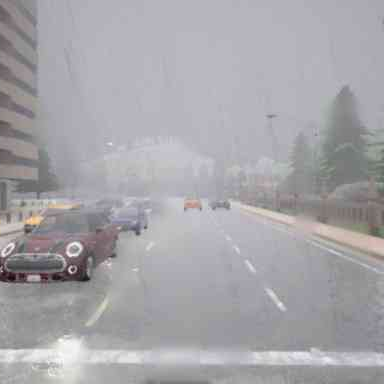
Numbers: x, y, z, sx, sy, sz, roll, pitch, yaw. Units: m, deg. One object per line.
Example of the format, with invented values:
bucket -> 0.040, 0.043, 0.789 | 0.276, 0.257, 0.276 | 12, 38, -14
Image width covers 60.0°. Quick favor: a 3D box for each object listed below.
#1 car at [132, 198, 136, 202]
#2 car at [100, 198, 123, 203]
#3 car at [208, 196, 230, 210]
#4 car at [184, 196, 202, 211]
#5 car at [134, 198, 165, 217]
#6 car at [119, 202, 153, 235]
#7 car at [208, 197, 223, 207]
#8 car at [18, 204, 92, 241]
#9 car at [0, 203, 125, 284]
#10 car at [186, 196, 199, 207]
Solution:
car -> -6.978, 1.491, 44.763 | 1.812, 1.442, 4.674 | 0, 0, 0
car -> -7.060, 1.339, 28.775 | 2.097, 1.767, 4.553 | 0, 0, 0
car -> 3.521, 1.287, 41.488 | 2.097, 1.767, 4.553 | 0, 0, 0
car -> 0.121, 1.298, 40.778 | 2.097, 1.767, 4.553 | 0, 0, 0
car -> -3.557, 1.465, 30.503 | 2.128, 1.511, 4.902 | 0, 0, 0
car -> -3.580, 1.521, 18.779 | 1.812, 1.442, 4.674 | 0, 0, 0
car -> 3.528, 1.484, 50.094 | 1.994, 1.385, 4.181 | 0, 0, 0
car -> -7.082, 1.485, 17.870 | 1.882, 1.535, 5.008 | 0, 0, 0
car -> -3.589, 1.363, 9.795 | 2.097, 1.767, 4.553 | 0, 0, 0
car -> 0.027, 1.406, 50.691 | 1.882, 1.535, 5.008 | 0, 0, 0
